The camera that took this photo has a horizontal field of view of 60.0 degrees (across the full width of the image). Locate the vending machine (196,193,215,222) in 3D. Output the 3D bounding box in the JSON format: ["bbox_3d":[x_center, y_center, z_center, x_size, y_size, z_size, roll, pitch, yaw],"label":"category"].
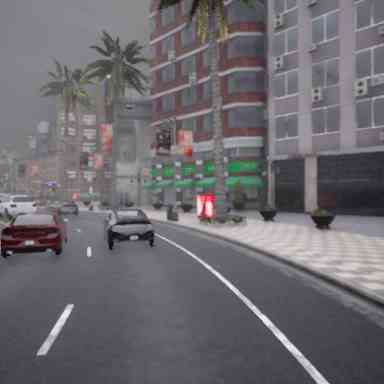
[{"bbox_3d":[0.999,1.149,24.692,1.100,2.100,0.880,-1,0,-27],"label":"vending machine"}]

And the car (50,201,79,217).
[{"bbox_3d":[-12.128,1.547,30.844,2.128,1.511,4.902,0,0,-40],"label":"car"}]

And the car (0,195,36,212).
[{"bbox_3d":[-15.750,1.309,29.828,2.150,2.045,5.566,0,0,-41],"label":"car"}]

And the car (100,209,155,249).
[{"bbox_3d":[-2.915,1.494,14.718,2.128,1.511,4.902,0,0,-18],"label":"car"}]

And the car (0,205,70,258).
[{"bbox_3d":[-6.059,1.509,13.206,1.882,1.535,5.008,0,0,-18],"label":"car"}]
